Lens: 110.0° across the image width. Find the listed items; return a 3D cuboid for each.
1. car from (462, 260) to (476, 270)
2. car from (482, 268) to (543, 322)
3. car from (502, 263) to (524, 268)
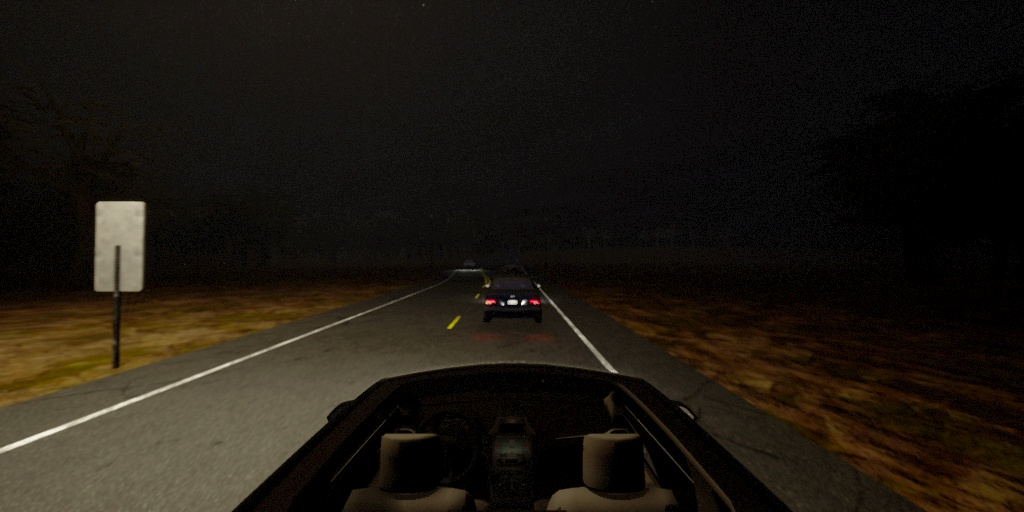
[{"bbox_3d":[-6.652,1.348,55.571,1.812,1.442,4.674,0,0,-4],"label":"car"},{"bbox_3d":[0.036,1.323,12.363,2.033,1.411,5.357,0,0,0],"label":"car"},{"bbox_3d":[0.061,1.347,32.179,1.812,1.442,4.674,0,0,0],"label":"car"}]
